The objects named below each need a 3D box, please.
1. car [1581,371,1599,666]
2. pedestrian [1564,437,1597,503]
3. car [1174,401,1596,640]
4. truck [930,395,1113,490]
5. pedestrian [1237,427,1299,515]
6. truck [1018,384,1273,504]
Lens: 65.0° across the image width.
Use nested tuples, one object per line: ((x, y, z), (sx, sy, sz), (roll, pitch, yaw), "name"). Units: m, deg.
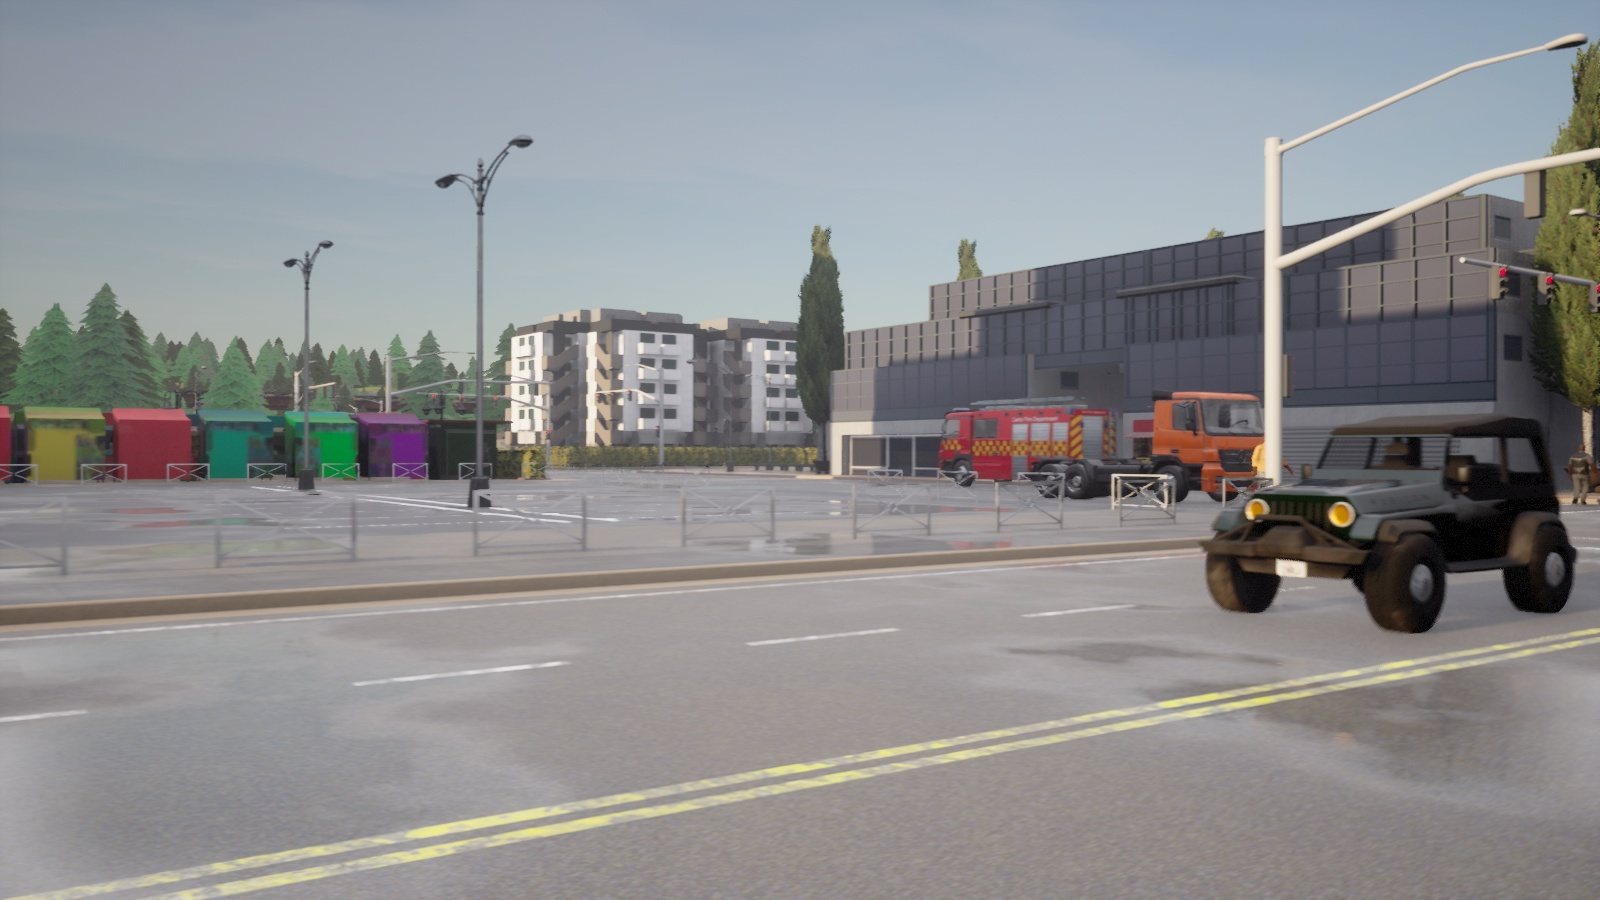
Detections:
((8.362, 0.469, 9.480), (5.566, 2.045, 2.150), (0, 0, -35), "car")
((22.371, 0.564, 35.988), (0.849, 1.883, 0.563), (0, 0, -42), "pedestrian")
((5.544, 0.558, 11.784), (3.866, 1.878, 1.905), (0, 0, -35), "car")
((9.505, -0.305, 55.003), (2.891, 3.827, 8.468), (0, 0, -33), "truck")
((10.117, 0.449, 27.163), (0.874, 1.855, 0.900), (0, 0, -22), "pedestrian")
((10.815, -0.161, 40.231), (2.891, 3.462, 7.936), (0, 0, -33), "truck")
